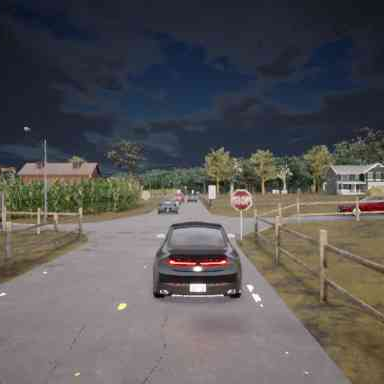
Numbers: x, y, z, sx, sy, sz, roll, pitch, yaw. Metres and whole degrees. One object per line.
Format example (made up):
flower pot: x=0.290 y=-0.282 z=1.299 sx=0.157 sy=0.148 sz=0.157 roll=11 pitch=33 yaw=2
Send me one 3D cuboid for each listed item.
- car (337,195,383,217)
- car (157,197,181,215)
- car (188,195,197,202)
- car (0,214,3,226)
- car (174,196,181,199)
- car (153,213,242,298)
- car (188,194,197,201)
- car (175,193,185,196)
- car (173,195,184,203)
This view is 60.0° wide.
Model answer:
car: x=13.785 y=1.027 z=25.536 sx=5.008 sy=1.535 sz=1.882 roll=-2 pitch=-2 yaw=0
car: x=-2.459 y=1.550 z=33.550 sx=1.994 sy=1.385 sz=4.181 roll=0 pitch=0 yaw=-5
car: x=0.063 y=1.492 z=70.349 sx=1.994 sy=1.385 sz=4.181 roll=0 pitch=0 yaw=0
car: x=-15.331 y=1.668 z=22.655 sx=4.553 sy=1.767 sz=2.097 roll=-1 pitch=-2 yaw=-2
car: x=-2.806 y=1.574 z=44.496 sx=1.895 sy=1.301 sz=4.718 roll=0 pitch=0 yaw=0
car: x=0.106 y=1.509 z=8.522 sx=1.837 sy=1.490 sz=4.892 roll=0 pitch=0 yaw=0
car: x=0.074 y=1.310 z=80.362 sx=2.033 sy=1.411 sz=5.357 roll=0 pitch=0 yaw=0
car: x=-2.690 y=1.171 z=69.118 sx=2.150 sy=2.045 sz=5.566 roll=0 pitch=0 yaw=0
car: x=-2.771 y=1.562 z=54.989 sx=1.895 sy=1.301 sz=4.718 roll=0 pitch=0 yaw=0
